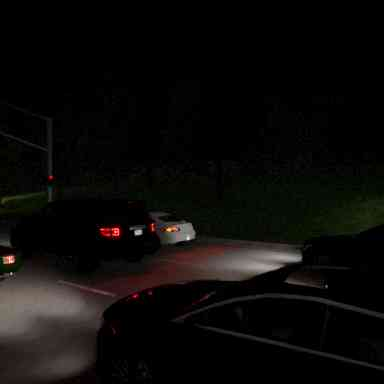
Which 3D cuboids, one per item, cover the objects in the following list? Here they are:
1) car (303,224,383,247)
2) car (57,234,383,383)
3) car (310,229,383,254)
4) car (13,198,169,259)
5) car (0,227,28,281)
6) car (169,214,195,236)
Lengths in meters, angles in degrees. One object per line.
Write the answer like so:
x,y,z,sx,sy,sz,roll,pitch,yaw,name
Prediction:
5.328,1.526,8.770,4.674,1.442,1.812,0,0,35,car
1.109,1.491,3.199,4.902,1.511,2.128,0,0,35,car
4.801,1.547,4.870,5.357,1.411,2.033,0,0,35,car
-3.668,1.221,10.853,5.566,2.045,2.150,0,0,36,car
-6.433,1.601,8.532,4.718,1.301,1.895,0,0,36,car
-2.022,1.526,13.983,4.674,1.442,1.812,0,0,36,car
